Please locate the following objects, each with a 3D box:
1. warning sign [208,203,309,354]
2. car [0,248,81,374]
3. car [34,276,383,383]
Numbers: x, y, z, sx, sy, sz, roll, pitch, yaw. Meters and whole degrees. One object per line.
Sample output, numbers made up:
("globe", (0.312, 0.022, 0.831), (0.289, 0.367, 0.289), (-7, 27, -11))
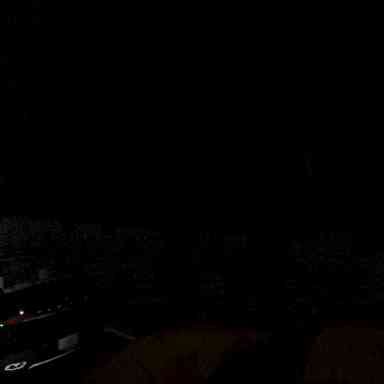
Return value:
("warning sign", (1.048, 1.123, 5.049), (1.060, 1.860, 1.300), (0, 0, 35))
("car", (-3.263, 1.573, 5.287), (4.403, 1.369, 2.008), (0, 0, 35))
("car", (1.159, 1.526, 2.134), (4.829, 1.417, 1.752), (0, 0, 35))
